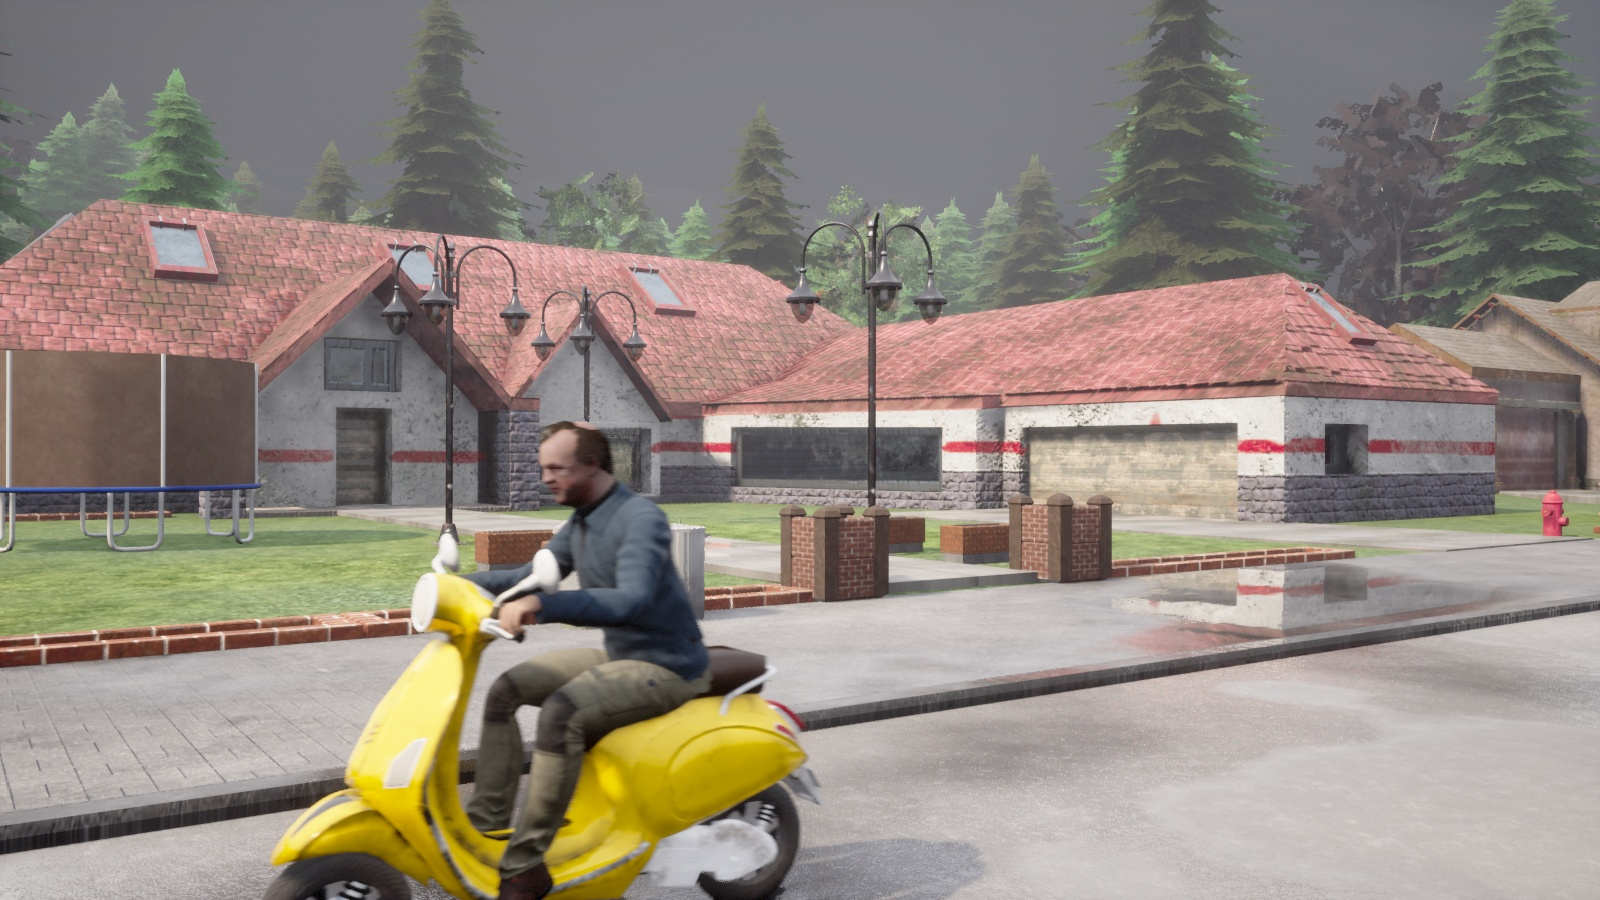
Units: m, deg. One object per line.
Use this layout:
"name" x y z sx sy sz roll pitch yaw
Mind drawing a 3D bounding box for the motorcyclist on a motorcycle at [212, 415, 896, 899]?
"motorcyclist on a motorcycle" -0.695 0.709 3.784 1.817 1.590 0.866 0 0 -35
